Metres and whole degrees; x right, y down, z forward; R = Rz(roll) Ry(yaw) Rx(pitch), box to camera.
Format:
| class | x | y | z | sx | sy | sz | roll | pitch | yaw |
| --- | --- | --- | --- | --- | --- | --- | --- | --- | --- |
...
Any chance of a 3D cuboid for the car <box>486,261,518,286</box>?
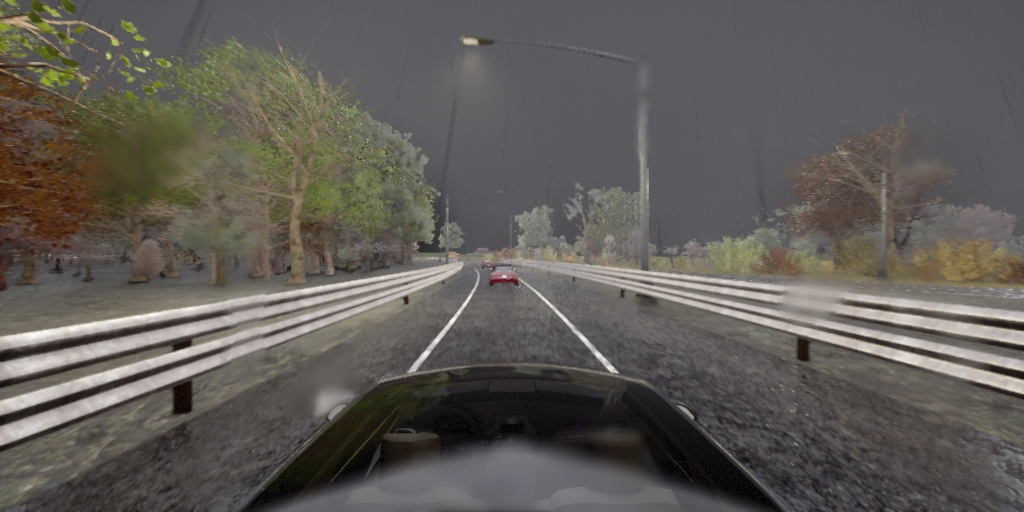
| class | x | y | z | sx | sy | sz | roll | pitch | yaw |
| --- | --- | --- | --- | --- | --- | --- | --- | --- | --- |
| car | -0.650 | 1.315 | 25.756 | 1.994 | 1.385 | 4.181 | 0 | 0 | -4 |

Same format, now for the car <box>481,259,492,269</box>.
| class | x | y | z | sx | sy | sz | roll | pitch | yaw |
| --- | --- | --- | --- | --- | --- | --- | --- | --- | --- |
| car | -3.849 | 1.245 | 55.881 | 1.812 | 1.442 | 4.674 | 0 | 0 | -9 |
